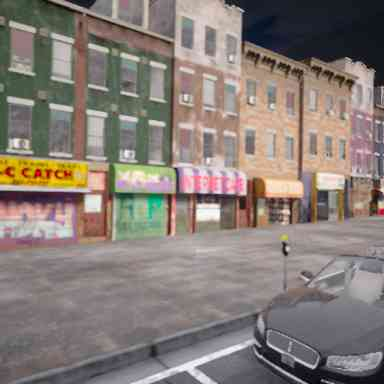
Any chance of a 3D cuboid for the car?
[{"bbox_3d":[2.800,1.545,4.784,4.403,1.369,2.008,0,1,-35],"label":"car"}]
